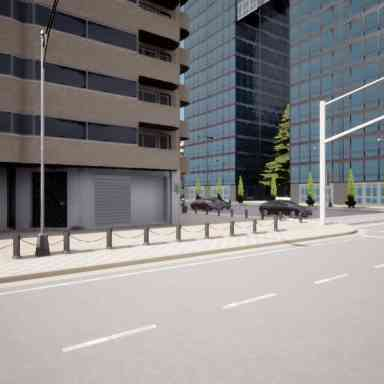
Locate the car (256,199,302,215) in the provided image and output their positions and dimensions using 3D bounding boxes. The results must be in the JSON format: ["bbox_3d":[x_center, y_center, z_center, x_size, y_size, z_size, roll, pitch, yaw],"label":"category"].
[{"bbox_3d":[8.873,1.511,34.158,1.994,1.385,4.181,0,0,-36],"label":"car"}]

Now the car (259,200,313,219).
[{"bbox_3d":[8.152,1.452,29.166,1.837,1.490,4.892,0,0,-37],"label":"car"}]

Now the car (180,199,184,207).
[{"bbox_3d":[-2.889,1.439,50.847,2.128,1.511,4.902,0,0,-35],"label":"car"}]

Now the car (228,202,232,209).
[{"bbox_3d":[3.009,1.452,42.423,1.837,1.490,4.892,0,0,-35],"label":"car"}]

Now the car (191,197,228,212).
[{"bbox_3d":[1.680,1.473,38.227,1.812,1.442,4.674,0,0,-35],"label":"car"}]
